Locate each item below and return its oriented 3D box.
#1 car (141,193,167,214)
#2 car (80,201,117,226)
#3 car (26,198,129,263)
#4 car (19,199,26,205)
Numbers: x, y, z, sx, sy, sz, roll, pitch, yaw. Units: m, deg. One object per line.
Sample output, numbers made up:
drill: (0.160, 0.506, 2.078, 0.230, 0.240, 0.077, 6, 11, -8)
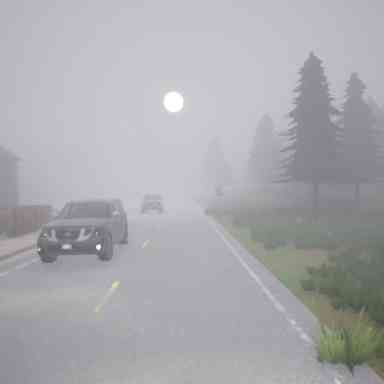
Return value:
car: (-4.257, 1.220, 36.513, 2.150, 2.045, 5.566, -1, 0, -1)
car: (-6.977, 1.555, 25.239, 1.816, 1.474, 4.193, 4, 0, -4)
car: (-3.848, 1.281, 12.785, 2.150, 2.045, 5.566, -1, 0, -1)
car: (-35.898, 2.220, 67.867, 4.674, 1.442, 1.812, -2, 0, 20)
